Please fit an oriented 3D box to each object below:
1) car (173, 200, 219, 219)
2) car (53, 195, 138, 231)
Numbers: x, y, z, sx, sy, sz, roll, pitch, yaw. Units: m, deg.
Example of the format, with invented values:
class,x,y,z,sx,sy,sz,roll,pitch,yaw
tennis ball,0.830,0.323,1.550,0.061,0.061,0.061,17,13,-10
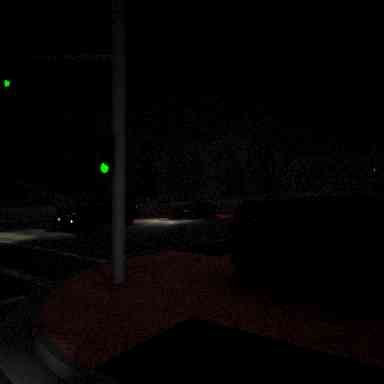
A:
class,x,y,z,sx,sy,sz,roll,pitch,yaw
car,0.393,1.478,29.389,1.882,1.535,5.008,0,0,39
car,-5.968,1.221,21.371,2.150,2.045,5.566,0,0,38
